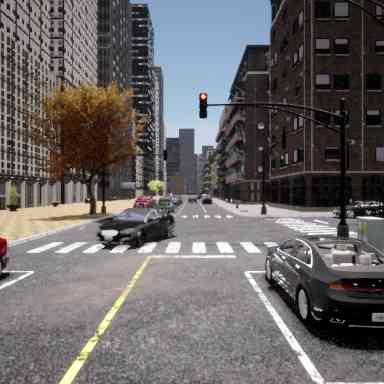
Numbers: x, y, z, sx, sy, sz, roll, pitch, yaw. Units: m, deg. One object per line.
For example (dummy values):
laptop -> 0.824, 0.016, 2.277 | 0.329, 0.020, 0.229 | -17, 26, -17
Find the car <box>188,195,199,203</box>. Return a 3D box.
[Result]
car -> 0.165, 1.546, 68.638 | 2.128, 1.511, 4.902 | 0, 0, 0

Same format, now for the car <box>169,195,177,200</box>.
car -> -5.464, 1.654, 94.560 | 2.008, 1.369, 4.403 | 0, 0, 0

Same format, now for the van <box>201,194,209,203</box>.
van -> 2.863, 1.402, 72.448 | 1.690, 1.788, 3.998 | 0, 0, 0

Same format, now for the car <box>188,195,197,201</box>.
car -> 0.191, 1.462, 79.061 | 2.033, 1.411, 5.357 | 0, 0, 0

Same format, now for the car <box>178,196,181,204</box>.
car -> -2.988, 1.629, 45.996 | 1.895, 1.301, 4.718 | 0, 0, 0

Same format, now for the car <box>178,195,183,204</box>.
car -> -2.957, 1.529, 55.309 | 2.128, 1.511, 4.902 | 0, 0, 0

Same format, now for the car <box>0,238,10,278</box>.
car -> -5.675, 1.545, 6.943 | 1.887, 1.381, 4.507 | 0, 0, 0

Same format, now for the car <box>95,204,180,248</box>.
car -> -2.382, 1.494, 15.043 | 2.128, 1.511, 4.902 | 0, 0, 20

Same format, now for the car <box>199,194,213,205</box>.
car -> 2.837, 1.611, 61.402 | 1.947, 1.339, 4.313 | 0, 0, 0

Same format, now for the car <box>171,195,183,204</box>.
car -> -2.886, 1.402, 65.114 | 2.097, 1.767, 4.553 | 0, 0, 1

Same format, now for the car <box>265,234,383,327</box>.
car -> 2.705, 1.551, 6.923 | 2.008, 1.369, 4.403 | 0, 0, 0

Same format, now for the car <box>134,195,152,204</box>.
car -> -5.598, 1.336, 39.331 | 2.192, 1.841, 5.009 | 0, 0, 0

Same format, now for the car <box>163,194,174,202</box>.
car -> -5.504, 1.386, 77.991 | 2.192, 1.841, 5.009 | 0, 0, 0

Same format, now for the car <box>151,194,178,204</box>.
car -> -2.983, 1.371, 37.013 | 2.097, 1.767, 4.553 | 0, 0, -1

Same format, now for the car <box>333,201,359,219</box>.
car -> 13.489, 1.350, 26.302 | 4.403, 1.369, 2.008 | -1, 1, 0

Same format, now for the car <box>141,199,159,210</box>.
car -> -5.584, 1.592, 44.854 | 1.947, 1.339, 4.313 | 0, 0, 0

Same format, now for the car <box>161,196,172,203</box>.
car -> -5.517, 1.627, 72.469 | 1.947, 1.339, 4.313 | 0, 0, 0

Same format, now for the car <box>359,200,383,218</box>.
car -> 14.986, 1.283, 23.735 | 4.892, 1.490, 1.837 | -1, 0, 0
